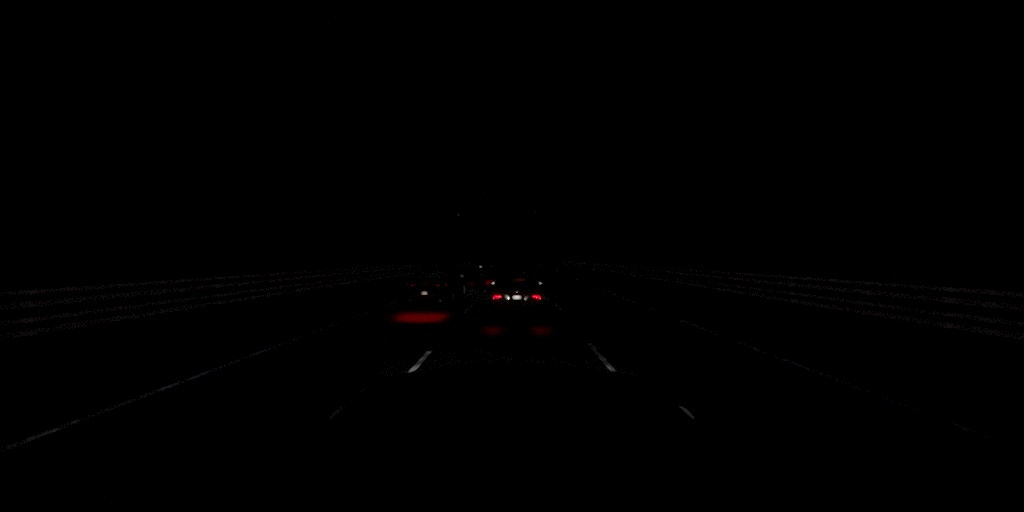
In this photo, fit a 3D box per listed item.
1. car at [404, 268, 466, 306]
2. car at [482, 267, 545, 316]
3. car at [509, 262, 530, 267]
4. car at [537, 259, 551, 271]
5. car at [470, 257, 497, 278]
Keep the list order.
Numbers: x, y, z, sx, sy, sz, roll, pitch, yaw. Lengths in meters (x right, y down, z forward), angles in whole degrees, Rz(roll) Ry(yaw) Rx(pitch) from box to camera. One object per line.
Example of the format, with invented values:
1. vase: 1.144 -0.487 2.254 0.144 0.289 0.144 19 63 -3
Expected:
1. car: -3.276 1.253 16.032 1.882 1.535 5.008 0 0 1
2. car: 0.180 1.318 13.489 2.033 1.411 5.357 0 0 1
3. car: 0.751 1.376 36.713 1.837 1.490 4.892 0 0 2
4. car: 5.020 1.570 55.722 1.994 1.385 4.181 0 0 3
5. car: -2.787 1.083 35.772 2.150 2.045 5.566 0 0 2
